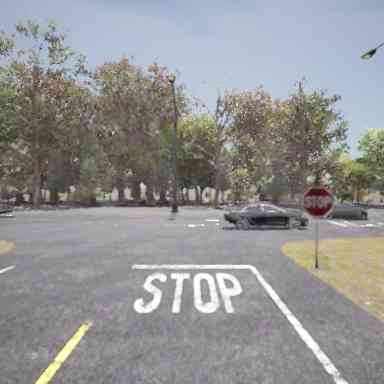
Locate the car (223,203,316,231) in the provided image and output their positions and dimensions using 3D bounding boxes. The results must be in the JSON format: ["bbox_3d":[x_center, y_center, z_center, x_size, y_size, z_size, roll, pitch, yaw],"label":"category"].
[{"bbox_3d":[4.256,1.395,19.479,4.902,1.511,2.128,0,0,0],"label":"car"}]

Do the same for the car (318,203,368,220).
[{"bbox_3d":[11.613,1.544,26.455,4.181,1.385,1.994,0,0,0],"label":"car"}]

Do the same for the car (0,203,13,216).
[{"bbox_3d":[-17.314,1.299,26.630,5.357,1.411,2.033,0,0,1],"label":"car"}]
